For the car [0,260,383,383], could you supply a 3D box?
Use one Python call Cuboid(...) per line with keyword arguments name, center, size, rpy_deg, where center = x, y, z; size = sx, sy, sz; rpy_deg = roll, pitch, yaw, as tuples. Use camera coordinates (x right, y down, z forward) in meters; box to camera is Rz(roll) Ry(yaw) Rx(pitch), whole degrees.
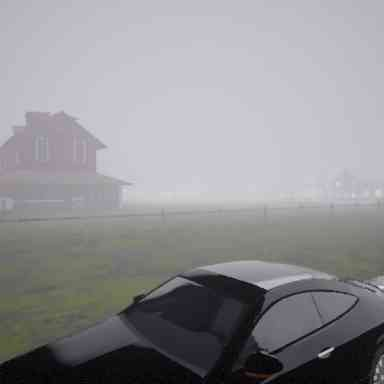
Cuboid(name="car", center=(0.399, 1.524, 3.342), size=(4.674, 1.442, 1.812), rpy_deg=(0, 0, -36))
